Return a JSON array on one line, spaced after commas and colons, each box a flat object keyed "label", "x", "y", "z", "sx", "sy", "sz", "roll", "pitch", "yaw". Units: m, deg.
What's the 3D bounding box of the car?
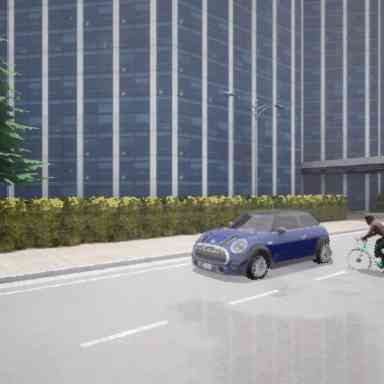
[{"label": "car", "x": 2.192, "y": 1.352, "z": 10.085, "sx": 4.553, "sy": 1.767, "sz": 2.097, "roll": 0, "pitch": 0, "yaw": -37}]

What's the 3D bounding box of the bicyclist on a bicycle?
[{"label": "bicyclist on a bicycle", "x": 4.973, "y": 1.455, "z": 8.963, "sx": 0.582, "sy": 1.620, "sz": 1.656, "roll": 0, "pitch": -2, "yaw": -37}]
